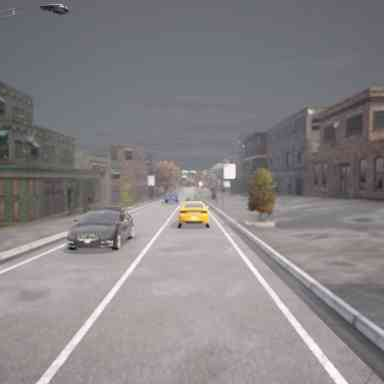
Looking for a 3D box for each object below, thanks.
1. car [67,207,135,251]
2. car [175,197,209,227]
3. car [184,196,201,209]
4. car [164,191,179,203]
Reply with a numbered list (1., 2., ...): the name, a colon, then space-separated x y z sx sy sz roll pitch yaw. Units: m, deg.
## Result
1. car: -3.596 1.433 13.853 1.837 1.490 4.892 0 0 0
2. car: 0.099 1.344 21.768 1.882 1.535 5.008 0 0 0
3. car: 0.064 1.277 40.866 2.033 1.411 5.357 0 0 0
4. car: -3.492 0.861 57.178 2.150 2.045 5.566 0 0 1
